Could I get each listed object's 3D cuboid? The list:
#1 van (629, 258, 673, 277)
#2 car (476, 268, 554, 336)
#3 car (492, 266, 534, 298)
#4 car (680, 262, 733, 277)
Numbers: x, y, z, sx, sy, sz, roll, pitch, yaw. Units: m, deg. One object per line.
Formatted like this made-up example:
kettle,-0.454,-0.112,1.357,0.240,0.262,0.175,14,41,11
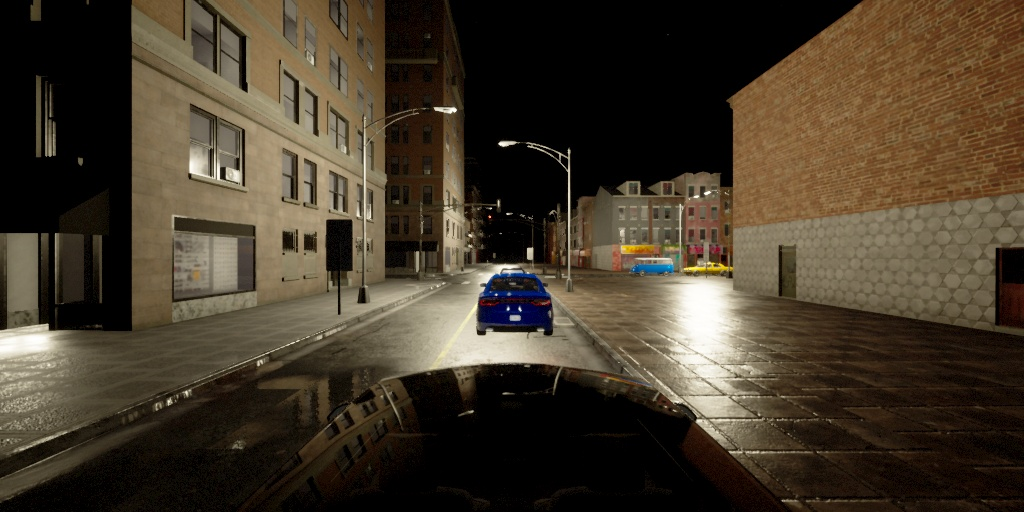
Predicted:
van,13.610,1.087,35.015,3.998,1.789,1.690,0,0,0
car,0.067,1.227,10.455,1.882,1.535,5.008,0,0,0
car,0.032,1.313,19.224,1.994,1.385,4.181,0,0,0
car,19.051,1.267,35.028,4.829,1.417,1.751,0,0,0
